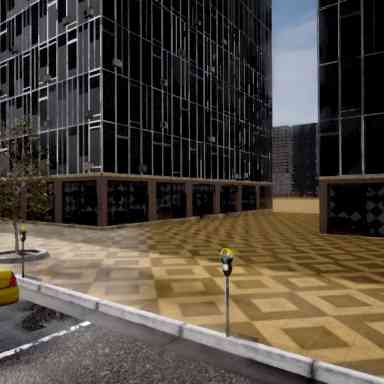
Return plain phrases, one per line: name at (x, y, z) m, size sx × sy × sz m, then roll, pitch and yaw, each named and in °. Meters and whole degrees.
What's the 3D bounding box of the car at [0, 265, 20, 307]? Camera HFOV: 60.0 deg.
car at (-5.334, 1.528, 6.663) m, size 4.829 × 1.417 × 1.752 m, roll 0°, pitch 0°, yaw 35°
